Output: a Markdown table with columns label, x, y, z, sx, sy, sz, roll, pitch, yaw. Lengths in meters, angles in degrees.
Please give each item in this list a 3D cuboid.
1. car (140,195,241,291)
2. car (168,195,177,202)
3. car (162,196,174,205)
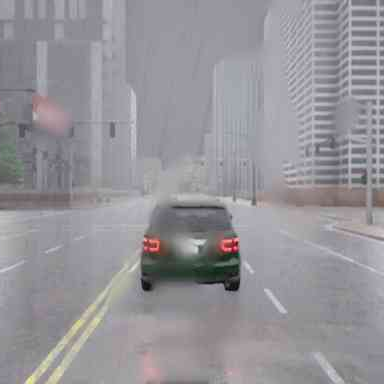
| label | x | y | z | sx | sy | sz | roll | pitch | yaw |
| --- | --- | --- | --- | --- | --- | --- | --- | --- | --- |
| car | -0.027 | 1.202 | 9.055 | 2.150 | 2.045 | 5.566 | 0 | 0 | 0 |
| car | -4.153 | 1.373 | 72.444 | 1.812 | 1.442 | 4.674 | 0 | 0 | -1 |
| car | -4.082 | 1.386 | 56.950 | 1.837 | 1.490 | 4.892 | 0 | 0 | 0 |
